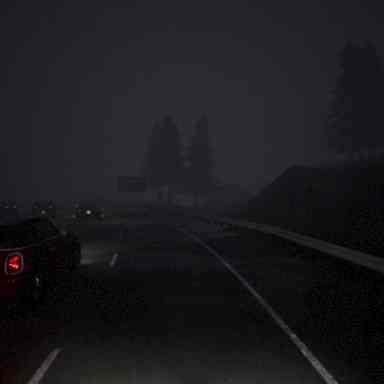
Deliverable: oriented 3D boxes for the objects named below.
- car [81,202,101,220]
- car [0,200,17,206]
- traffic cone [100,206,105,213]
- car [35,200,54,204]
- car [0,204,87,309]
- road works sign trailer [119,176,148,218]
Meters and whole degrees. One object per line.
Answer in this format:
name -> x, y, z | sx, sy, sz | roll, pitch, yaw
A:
car -> -8.566, 1.525, 27.424 | 1.994, 1.385, 4.181 | 0, 0, -18
car -> -18.890, 1.524, 34.253 | 2.033, 1.411, 5.357 | 0, 0, -27
traffic cone -> -9.496, 1.900, 35.668 | 0.340, 0.580, 0.340 | 0, 0, -23
car -> -13.090, 1.461, 29.580 | 2.128, 1.511, 4.902 | 0, 0, -22
car -> -4.159, 1.346, 7.920 | 2.097, 1.767, 4.553 | 0, 0, -6
road works sign trailer -> -5.361, 0.410, 29.827 | 2.380, 3.560, 2.880 | 0, 0, -23
